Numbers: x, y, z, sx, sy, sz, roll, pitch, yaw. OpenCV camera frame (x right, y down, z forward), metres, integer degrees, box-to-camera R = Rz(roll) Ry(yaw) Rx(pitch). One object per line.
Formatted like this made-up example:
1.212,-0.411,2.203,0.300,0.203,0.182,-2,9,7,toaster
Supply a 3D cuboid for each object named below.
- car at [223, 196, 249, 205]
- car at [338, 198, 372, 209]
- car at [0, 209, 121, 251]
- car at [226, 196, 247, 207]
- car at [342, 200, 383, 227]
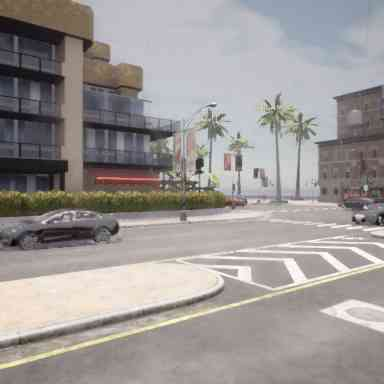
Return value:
8.012,1.504,61.050,1.837,1.490,4.892,0,0,-35,car
21.098,1.504,42.308,1.837,1.490,4.892,0,0,-35,car
-5.497,1.491,14.190,4.902,1.511,2.128,0,0,-35,car
6.106,1.477,51.220,1.882,1.535,5.008,0,0,-35,car
12.978,1.491,22.690,4.902,1.511,2.128,0,0,-28,car
